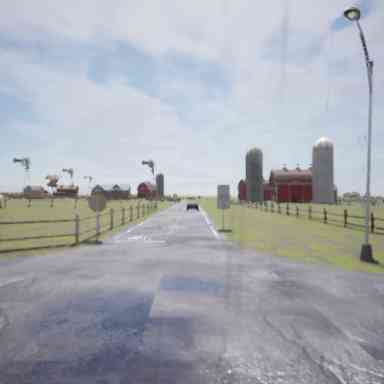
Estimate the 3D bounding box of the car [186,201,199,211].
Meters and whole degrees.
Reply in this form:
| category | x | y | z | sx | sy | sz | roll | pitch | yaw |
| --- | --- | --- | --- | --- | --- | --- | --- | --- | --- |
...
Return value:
| category | x | y | z | sx | sy | sz | roll | pitch | yaw |
| --- | --- | --- | --- | --- | --- | --- | --- | --- | --- |
| car | 0.094 | 2.137 | 52.101 | 1.882 | 1.535 | 5.008 | 0 | -1 | 0 |

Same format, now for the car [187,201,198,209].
| category | x | y | z | sx | sy | sz | roll | pitch | yaw |
| --- | --- | --- | --- | --- | --- | --- | --- | --- | --- |
| car | 0.113 | 2.357 | 62.520 | 1.994 | 1.385 | 4.181 | 0 | -1 | 0 |
